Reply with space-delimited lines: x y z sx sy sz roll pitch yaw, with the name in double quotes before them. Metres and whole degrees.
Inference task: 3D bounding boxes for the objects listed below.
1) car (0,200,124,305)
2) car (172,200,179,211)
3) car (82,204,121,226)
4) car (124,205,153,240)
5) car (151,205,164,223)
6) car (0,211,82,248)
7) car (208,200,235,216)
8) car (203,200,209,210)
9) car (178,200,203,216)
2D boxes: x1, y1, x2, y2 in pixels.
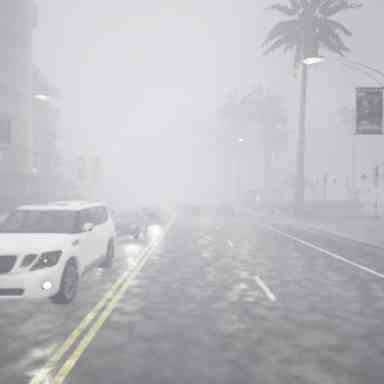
"car" -3.526 1.288 8.613 2.150 2.045 5.566 0 0 1
"car" -1.578 1.908 47.531 2.033 1.411 5.357 0 0 -12
"car" -6.995 1.725 26.192 1.812 1.442 4.674 0 0 0
"car" -3.513 1.664 18.119 1.812 1.442 4.674 0 0 1
"car" -3.496 1.816 28.212 1.895 1.301 4.718 0 0 0
"car" -7.034 1.687 16.040 1.994 1.385 4.181 0 0 0
"car" 3.379 1.767 36.253 2.128 1.511 4.902 0 0 -4
"car" 1.858 1.842 48.000 1.882 1.535 5.008 0 0 -12
"car" -0.203 1.756 36.649 1.882 1.535 5.008 0 0 -4
